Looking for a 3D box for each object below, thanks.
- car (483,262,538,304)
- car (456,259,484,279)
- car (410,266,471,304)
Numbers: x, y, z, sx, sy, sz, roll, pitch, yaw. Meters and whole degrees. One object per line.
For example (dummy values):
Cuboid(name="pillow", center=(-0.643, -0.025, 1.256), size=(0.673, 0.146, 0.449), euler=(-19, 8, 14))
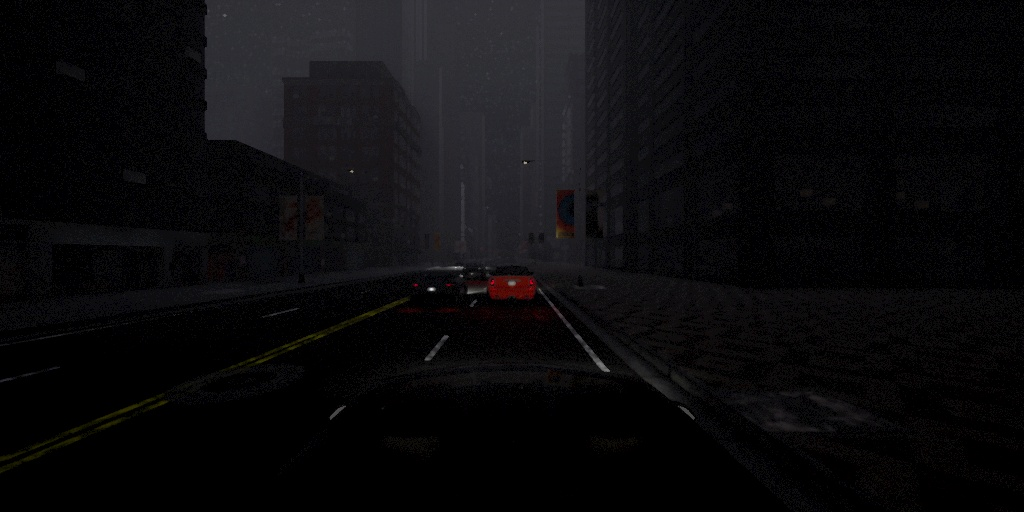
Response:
Cuboid(name="car", center=(0.000, 1.113, 16.470), size=(2.097, 1.767, 4.553), euler=(0, 0, 0))
Cuboid(name="car", center=(-3.250, 1.238, 31.499), size=(2.128, 1.511, 4.902), euler=(0, 0, 0))
Cuboid(name="car", center=(-3.250, 1.319, 16.499), size=(1.994, 1.385, 4.181), euler=(0, 0, 0))
